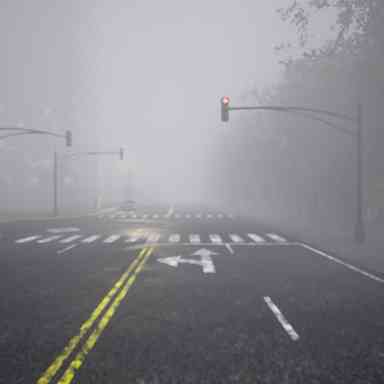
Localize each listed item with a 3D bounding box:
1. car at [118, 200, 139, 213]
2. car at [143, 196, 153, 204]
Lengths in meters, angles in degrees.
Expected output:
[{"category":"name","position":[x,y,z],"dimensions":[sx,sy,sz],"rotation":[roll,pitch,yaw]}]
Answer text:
[{"category":"car","position":[-7.360,1.648,39.066],"dimensions":[1.812,1.442,4.674],"rotation":[0,1,-2]},{"category":"car","position":[-9.258,1.675,70.459],"dimensions":[2.128,1.511,4.902],"rotation":[0,0,-4]}]
